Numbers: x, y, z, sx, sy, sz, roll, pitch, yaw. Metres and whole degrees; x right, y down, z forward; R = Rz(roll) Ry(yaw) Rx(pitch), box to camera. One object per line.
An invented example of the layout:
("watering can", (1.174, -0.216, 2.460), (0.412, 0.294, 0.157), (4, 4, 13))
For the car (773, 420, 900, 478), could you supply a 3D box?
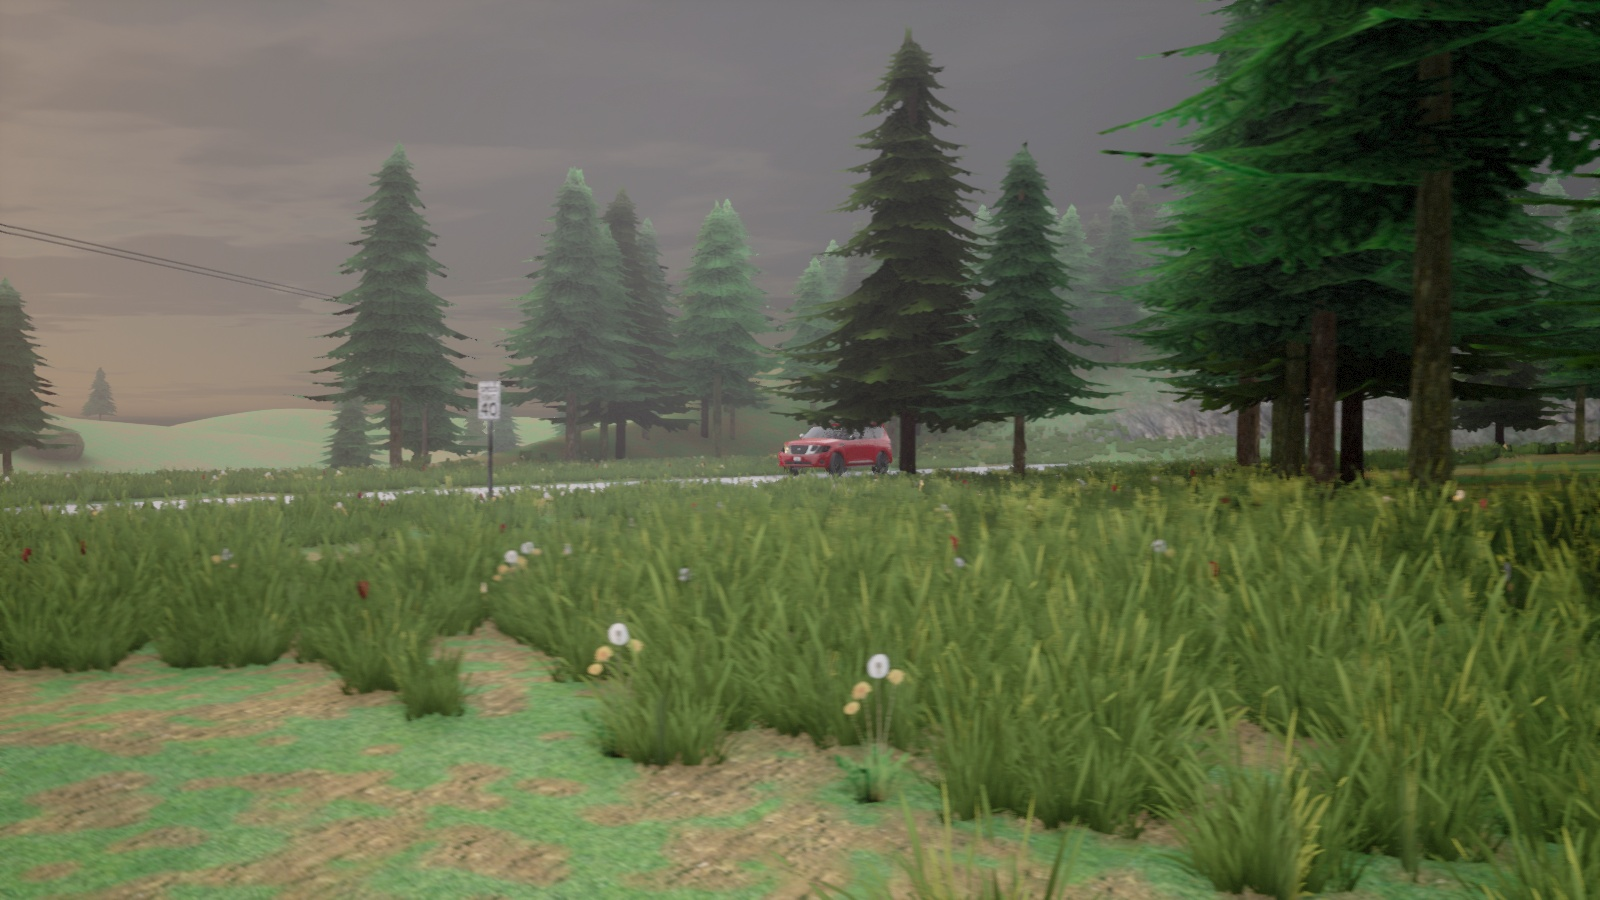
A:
("car", (1.462, -0.070, 47.426), (2.150, 2.045, 5.566), (0, 1, 34))
